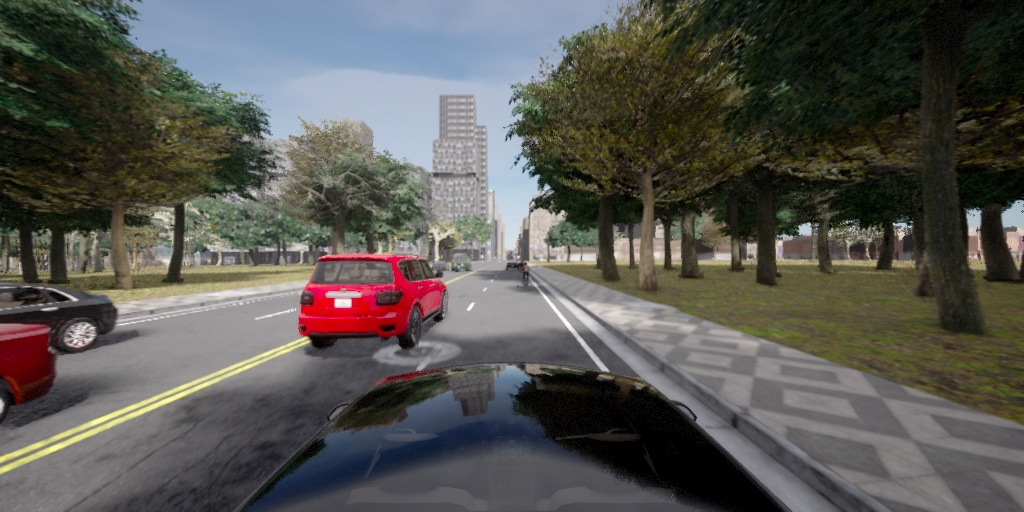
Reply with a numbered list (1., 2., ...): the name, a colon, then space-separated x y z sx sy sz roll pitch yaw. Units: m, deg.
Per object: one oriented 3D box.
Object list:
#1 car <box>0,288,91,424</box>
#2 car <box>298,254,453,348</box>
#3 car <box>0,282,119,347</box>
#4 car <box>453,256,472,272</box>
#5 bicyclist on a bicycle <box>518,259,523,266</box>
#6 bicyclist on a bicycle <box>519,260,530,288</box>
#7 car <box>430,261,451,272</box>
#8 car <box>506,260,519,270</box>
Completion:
1. car: -6.588 1.228 2.278 1.882 1.535 5.008 0 0 0
2. car: -3.150 0.972 9.366 2.150 2.045 5.566 0 0 0
3. car: -9.850 1.254 6.051 1.837 1.490 4.892 0 0 0
4. car: -6.570 1.037 47.061 2.150 2.045 5.566 0 -1 0
5. bicyclist on a bicycle: 0.896 1.152 32.934 0.659 1.776 1.843 0 0 0
6. bicyclist on a bicycle: 0.895 1.218 22.698 0.582 1.620 1.656 0 0 0
7. car: -9.812 1.383 49.325 1.994 1.385 4.181 0 0 0
8. car: 0.096 1.315 55.511 1.882 1.535 5.008 0 0 0
